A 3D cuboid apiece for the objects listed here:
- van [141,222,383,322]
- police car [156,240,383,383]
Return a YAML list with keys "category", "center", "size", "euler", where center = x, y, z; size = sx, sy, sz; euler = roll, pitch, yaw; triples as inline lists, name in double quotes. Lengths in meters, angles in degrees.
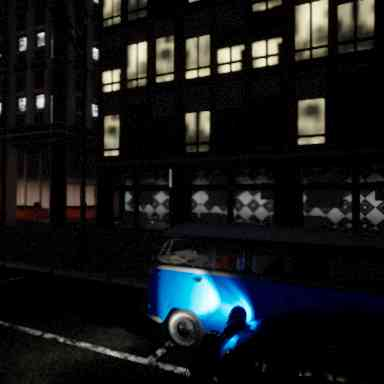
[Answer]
- category: "van"
  center: [1.202, 1.405, 4.966]
  size: [3.998, 1.788, 1.690]
  euler: [0, -1, 25]
- category: "police car"
  center: [2.513, 1.477, 2.362]
  size: [5.238, 1.638, 1.930]
  euler: [0, -1, 25]
